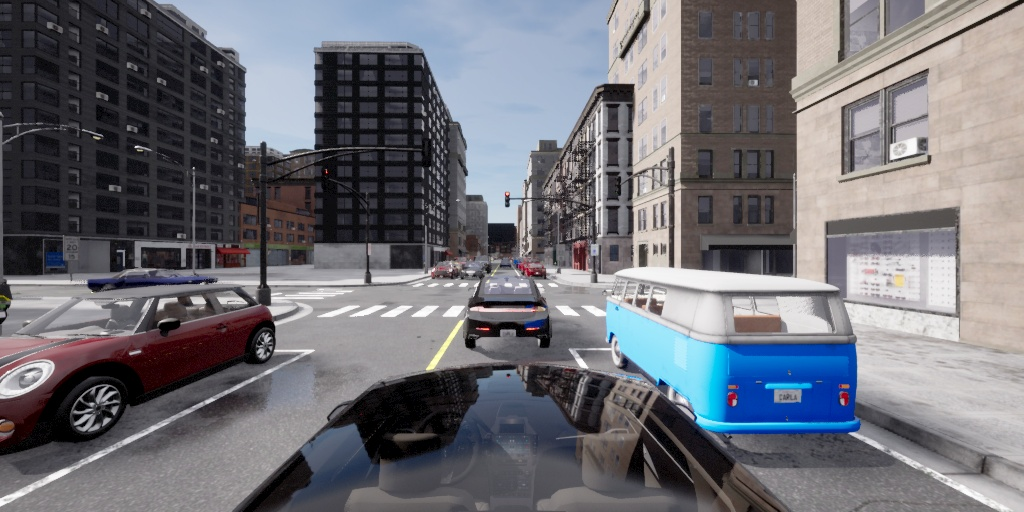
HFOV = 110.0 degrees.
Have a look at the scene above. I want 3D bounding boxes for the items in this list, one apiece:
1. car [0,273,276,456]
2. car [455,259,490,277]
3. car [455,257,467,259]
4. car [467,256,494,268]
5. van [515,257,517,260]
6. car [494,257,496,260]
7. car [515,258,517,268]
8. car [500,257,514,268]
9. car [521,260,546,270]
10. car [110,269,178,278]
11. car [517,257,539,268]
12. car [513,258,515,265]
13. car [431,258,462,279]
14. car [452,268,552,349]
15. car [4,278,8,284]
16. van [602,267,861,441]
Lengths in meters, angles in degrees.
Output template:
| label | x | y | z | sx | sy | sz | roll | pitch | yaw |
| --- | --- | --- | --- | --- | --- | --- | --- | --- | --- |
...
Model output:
| label | x | y | z | sx | sy | sz | roll | pitch | yaw |
| --- | --- | --- | --- | --- | --- | --- | --- | --- | --- |
| car | -5.439 | 1.190 | 5.102 | 1.967 | 1.591 | 4.097 | 0 | 0 | -1 |
| car | -3.395 | 1.242 | 31.626 | 2.128 | 1.511 | 4.902 | 0 | 0 | -1 |
| car | -6.151 | 1.065 | 42.794 | 2.192 | 1.841 | 5.009 | 0 | 0 | -1 |
| car | -3.586 | 0.972 | 41.788 | 2.150 | 2.045 | 5.566 | 0 | 0 | 0 |
| van | 1.668 | 1.089 | 53.764 | 1.690 | 1.789 | 3.998 | 0 | 0 | -1 |
| car | -3.782 | 1.296 | 52.190 | 2.033 | 1.411 | 5.357 | 0 | 0 | -1 |
| car | 1.770 | 1.294 | 48.355 | 1.888 | 1.381 | 4.507 | 0 | 0 | -1 |
| car | -1.131 | 1.309 | 62.289 | 1.994 | 1.385 | 4.181 | 0 | 0 | -1 |
| car | 2.077 | 1.295 | 32.129 | 1.888 | 1.381 | 4.507 | 0 | 0 | -1 |
| car | -16.891 | 1.269 | 17.118 | 4.718 | 1.301 | 1.895 | 0 | 0 | -1 |
| car | 1.975 | 1.065 | 37.537 | 2.192 | 1.841 | 5.009 | 0 | 0 | -1 |
| car | 1.566 | 1.312 | 59.172 | 1.948 | 1.339 | 4.313 | 0 | 0 | -1 |
| car | -5.947 | 1.190 | 31.977 | 1.967 | 1.591 | 4.097 | 0 | 0 | -1 |
| car | -0.126 | 1.242 | 9.188 | 2.128 | 1.511 | 4.902 | 0 | 0 | -1 |
| car | -27.459 | 1.155 | 16.915 | 5.357 | 1.411 | 2.033 | 0 | 0 | -1 |
| van | 2.584 | 1.091 | 5.253 | 1.690 | 1.789 | 3.998 | 0 | 0 | -1 |
